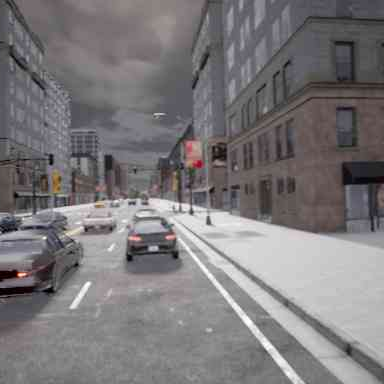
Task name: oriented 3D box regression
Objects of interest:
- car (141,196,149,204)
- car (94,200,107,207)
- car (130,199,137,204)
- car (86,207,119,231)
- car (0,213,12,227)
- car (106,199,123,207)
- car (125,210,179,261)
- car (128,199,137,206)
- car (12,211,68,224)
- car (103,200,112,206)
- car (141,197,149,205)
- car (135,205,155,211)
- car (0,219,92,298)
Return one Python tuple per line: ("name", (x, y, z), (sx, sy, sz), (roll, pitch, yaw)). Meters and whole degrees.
("car", (-13.365, 2.333, 94.550), (2.150, 2.045, 5.566), (-2, -1, -8))
("car", (-19.918, 2.696, 71.580), (1.882, 1.535, 5.008), (-2, -1, -8))
("car", (-16.569, 2.693, 94.057), (1.837, 1.490, 4.892), (-2, -1, -8))
("car", (-6.381, 1.994, 23.505), (1.895, 1.301, 4.718), (-2, -1, -8))
("car", (-12.869, 2.108, 21.904), (2.033, 1.411, 5.357), (-2, -1, -8))
("car", (-16.701, 2.658, 72.041), (2.128, 1.511, 4.902), (-2, -1, -8))
("car", (-1.600, 1.689, 13.007), (1.812, 1.442, 4.674), (-2, -1, -9))
("car", (-15.092, 2.666, 83.742), (1.882, 1.535, 5.008), (-2, -1, -8))
("car", (-9.614, 2.018, 22.097), (2.033, 1.411, 5.357), (-2, -1, -8))
("car", (-22.129, 2.746, 87.032), (1.812, 1.442, 4.674), (-2, -1, -8))
("car", (-11.935, 2.704, 84.644), (1.895, 1.301, 4.718), (-2, -1, -8))
("car", (-3.056, 1.838, 22.486), (2.033, 1.411, 5.357), (-2, -1, -8))
("car", (-4.334, 1.751, 9.156), (2.033, 1.411, 5.357), (-2, -1, -8))
